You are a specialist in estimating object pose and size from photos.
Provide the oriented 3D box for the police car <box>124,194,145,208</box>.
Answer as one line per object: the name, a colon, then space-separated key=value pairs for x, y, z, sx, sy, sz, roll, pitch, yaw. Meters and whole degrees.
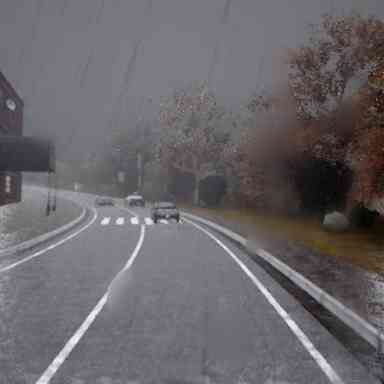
police car: x=-7.380 y=1.101 z=42.265 sx=1.930 sy=1.638 sz=5.238 roll=1 pitch=1 yaw=-22

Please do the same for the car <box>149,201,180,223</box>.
car: x=-2.109 y=1.430 z=25.020 sx=2.128 sy=1.511 sz=4.902 roll=1 pitch=0 yaw=-11

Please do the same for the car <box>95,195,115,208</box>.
car: x=-11.008 y=1.143 z=41.619 sx=2.033 sy=1.411 sz=5.357 roll=1 pitch=1 yaw=-23
